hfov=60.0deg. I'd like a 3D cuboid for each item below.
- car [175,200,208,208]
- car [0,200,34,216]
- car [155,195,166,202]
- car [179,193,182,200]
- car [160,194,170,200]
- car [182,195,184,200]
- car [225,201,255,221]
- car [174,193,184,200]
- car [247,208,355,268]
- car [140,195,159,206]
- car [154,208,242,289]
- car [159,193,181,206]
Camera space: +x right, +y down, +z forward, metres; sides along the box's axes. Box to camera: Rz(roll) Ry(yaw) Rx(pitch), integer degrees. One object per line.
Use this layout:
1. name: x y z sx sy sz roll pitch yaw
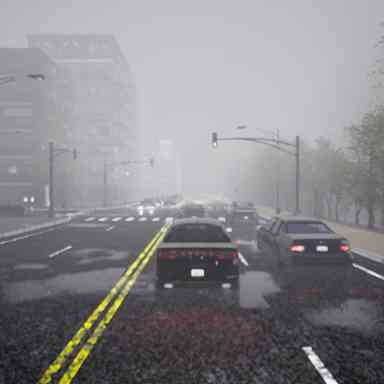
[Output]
1. car: 0.153 1.462 22.049 1.994 1.385 4.181 0 0 0
2. car: -18.260 1.568 32.846 4.902 1.511 2.128 -1 0 -1
3. car: -6.337 1.311 67.620 1.895 1.301 4.718 0 0 0
4. car: -3.180 1.247 59.256 1.837 1.490 4.892 0 0 0
5. car: -6.306 1.226 77.471 1.994 1.385 4.181 0 0 0
6. car: -3.091 1.272 68.170 1.994 1.385 4.181 0 0 0
7. car: 3.408 1.385 23.216 2.128 1.511 4.902 0 0 0
8. car: -3.054 1.025 78.322 2.097 1.767 4.553 0 0 0
9. car: 3.377 1.495 11.093 2.033 1.411 5.357 0 0 0
10. car: -6.470 1.382 49.410 1.895 1.301 4.718 0 0 0
11. car: 0.122 1.435 9.051 1.882 1.535 5.008 0 0 0
12. car: -3.220 1.328 49.656 2.033 1.411 5.357 0 0 0
